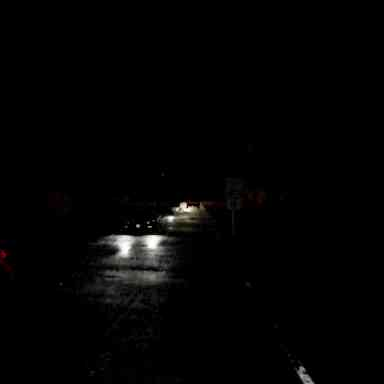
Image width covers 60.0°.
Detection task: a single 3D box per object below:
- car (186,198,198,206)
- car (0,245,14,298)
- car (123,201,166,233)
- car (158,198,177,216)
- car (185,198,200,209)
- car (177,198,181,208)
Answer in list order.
[{"bbox_3d":[0.063,1.686,58.017,1.994,1.385,4.181,0,0,0],"label":"car"},{"bbox_3d":[-5.723,1.346,5.684,2.097,1.767,4.553,0,0,35],"label":"car"},{"bbox_3d":[-2.846,1.545,19.947,1.837,1.490,4.892,0,0,0],"label":"car"},{"bbox_3d":[-2.839,1.546,33.913,1.882,1.535,5.008,0,0,0],"label":"car"},{"bbox_3d":[0.108,1.603,46.973,1.837,1.490,4.892,0,0,0],"label":"car"},{"bbox_3d":[-2.742,1.663,51.909,2.033,1.411,5.357,0,0,0],"label":"car"}]
